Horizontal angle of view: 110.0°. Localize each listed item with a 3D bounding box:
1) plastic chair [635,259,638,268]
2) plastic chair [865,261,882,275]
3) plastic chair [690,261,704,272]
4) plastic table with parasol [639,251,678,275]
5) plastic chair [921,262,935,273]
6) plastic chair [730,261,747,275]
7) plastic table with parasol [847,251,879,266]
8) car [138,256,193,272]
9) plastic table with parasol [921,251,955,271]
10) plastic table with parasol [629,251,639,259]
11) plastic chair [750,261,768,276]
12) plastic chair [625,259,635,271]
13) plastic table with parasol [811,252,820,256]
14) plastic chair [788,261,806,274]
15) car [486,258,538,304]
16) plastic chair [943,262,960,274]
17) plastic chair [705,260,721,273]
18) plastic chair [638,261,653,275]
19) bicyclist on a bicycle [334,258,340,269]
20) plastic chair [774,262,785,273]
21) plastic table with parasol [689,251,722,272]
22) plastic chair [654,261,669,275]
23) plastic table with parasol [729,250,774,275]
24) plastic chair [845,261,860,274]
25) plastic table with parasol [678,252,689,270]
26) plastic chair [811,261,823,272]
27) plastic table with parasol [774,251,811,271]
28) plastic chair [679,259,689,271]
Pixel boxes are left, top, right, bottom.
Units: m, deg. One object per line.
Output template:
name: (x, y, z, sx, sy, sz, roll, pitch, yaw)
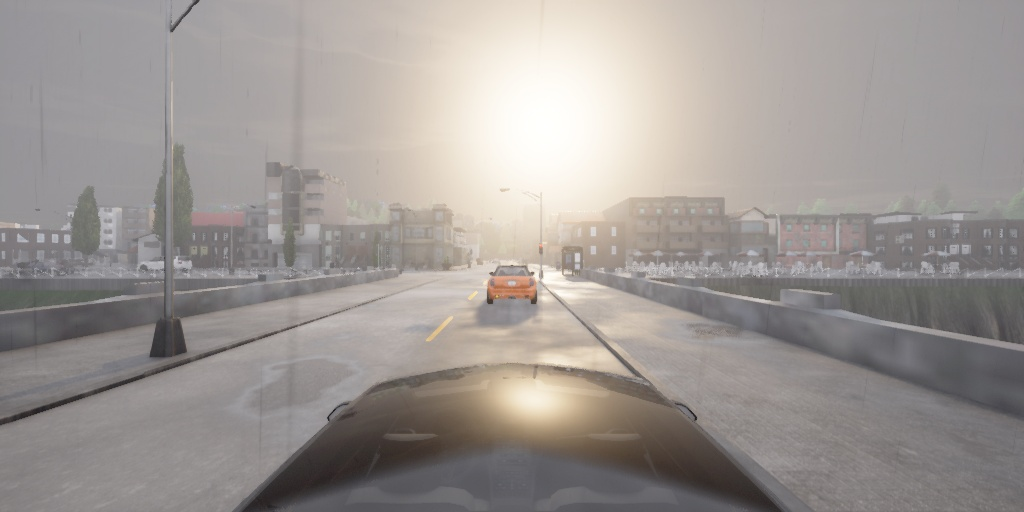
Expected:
plastic chair: (15.800, 1.278, 43.757, 0.750, 1.272, 0.730, 0, 0, 0)
plastic chair: (37.799, 1.278, 37.354, 0.750, 1.272, 0.730, 0, 0, 0)
plastic chair: (21.700, 1.278, 42.056, 0.730, 1.272, 0.750, 0, 0, 0)
plastic table with parasol: (15.169, 0.674, 37.217, 2.482, 2.480, 2.482, 0, 0, 0)
plastic chair: (46.800, 1.278, 40.352, 0.730, 1.272, 0.750, 0, 0, 0)
plastic chair: (22.599, 1.278, 35.856, 0.730, 1.272, 0.750, 0, 0, 0)
plastic table with parasol: (37.790, 0.674, 38.664, 2.482, 2.480, 2.482, 0, 0, 0)
car: (-43.249, 1.006, 44.810, 5.566, 2.045, 2.150, 0, 0, 0)
plastic table with parasol: (48.000, 0.674, 40.452, 2.482, 2.480, 2.482, 0, 0, 0)
plastic table with parasol: (15.920, 0.674, 45.037, 2.482, 2.480, 2.482, 0, 0, 0)
plastic chair: (23.699, 1.278, 34.456, 0.750, 1.272, 0.730, 0, 0, 0)
plastic chair: (14.701, 1.278, 45.157, 0.730, 1.272, 0.750, 0, 0, 0)
plastic table with parasol: (37.431, 0.674, 45.414, 2.482, 2.480, 2.482, 0, 0, 0)
plastic chair: (30.499, 1.278, 38.355, 0.750, 1.272, 0.730, 0, 0, 0)
car: (0.000, 1.115, 16.470, 2.097, 1.767, 4.553, 0, 0, 0)
plastic chair: (47.900, 1.278, 38.952, 0.750, 1.272, 0.730, 0, 0, 0)
plastic chair: (22.800, 1.278, 40.656, 0.750, 1.272, 0.730, 0, 0, 0)
plastic chair: (13.899, 1.278, 37.358, 0.730, 1.272, 0.750, 0, 0, 0)
bicyclist on a bicycle: (-24.018, 1.097, 49.103, 0.582, 1.620, 1.656, 0, 0, 0)
plastic chair: (29.331, 1.278, 39.751, 0.730, 1.272, 0.750, 0, 0, -1)
plastic table with parasol: (22.900, 0.674, 42.006, 2.482, 2.480, 2.482, 0, 0, 0)
plastic chair: (14.999, 1.278, 35.957, 0.750, 1.272, 0.730, 0, 0, 0)
plastic table with parasol: (23.799, 0.674, 35.806, 2.482, 2.480, 2.482, 0, 0, 0)
plastic chair: (36.662, 1.277, 38.752, 0.730, 1.272, 0.750, 0, 0, 0)
plastic table with parasol: (22.511, 0.674, 47.926, 2.482, 2.480, 2.482, 0, 0, 0)
plastic chair: (37.400, 1.278, 43.954, 0.750, 1.272, 0.730, 0, 0, 0)
plastic table with parasol: (30.510, 0.674, 39.635, 2.482, 2.480, 2.482, 0, 0, 0)
plastic chair: (22.501, 1.278, 46.456, 0.750, 1.272, 0.730, 0, 0, 0)
